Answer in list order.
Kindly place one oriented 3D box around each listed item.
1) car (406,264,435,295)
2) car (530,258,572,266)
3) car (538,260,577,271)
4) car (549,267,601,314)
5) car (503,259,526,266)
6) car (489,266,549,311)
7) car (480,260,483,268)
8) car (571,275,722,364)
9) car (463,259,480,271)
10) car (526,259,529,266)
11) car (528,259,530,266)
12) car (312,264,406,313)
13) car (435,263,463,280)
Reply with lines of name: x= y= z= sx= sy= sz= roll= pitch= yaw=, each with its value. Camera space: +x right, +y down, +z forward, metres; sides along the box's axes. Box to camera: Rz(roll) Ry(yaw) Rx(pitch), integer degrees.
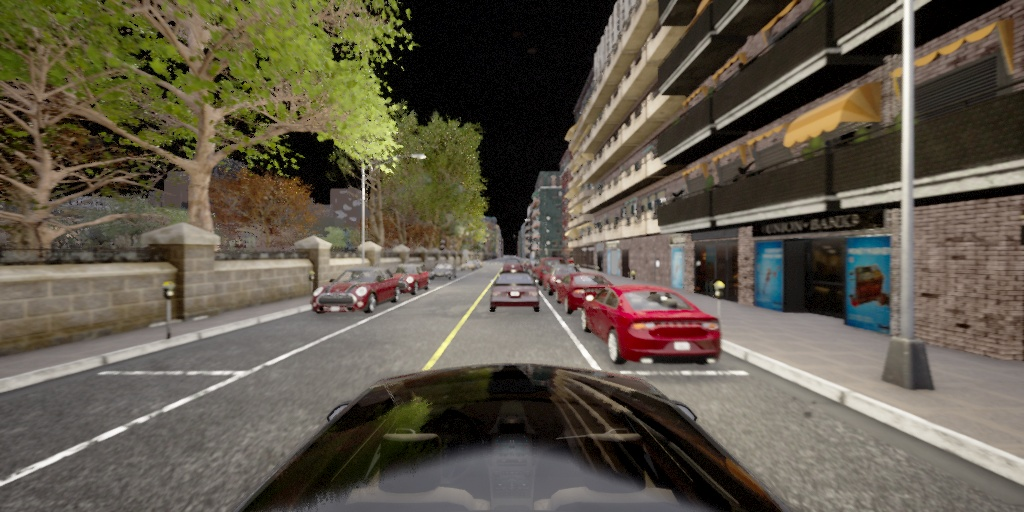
car: x=-5.690 y=1.167 z=19.161 sx=1.967 sy=1.591 sz=4.097 roll=0 pitch=0 yaw=0
car: x=2.690 y=1.035 z=24.792 sx=2.192 sy=1.841 sz=5.009 roll=0 pitch=0 yaw=0
car: x=2.691 y=1.167 z=19.162 sx=1.967 sy=1.591 sz=4.097 roll=0 pitch=0 yaw=0
car: x=2.691 y=1.279 z=13.533 sx=1.888 sy=1.381 sz=4.507 roll=0 pitch=0 yaw=0
car: x=0.096 y=1.059 z=37.852 sx=2.097 sy=1.767 sz=4.553 roll=0 pitch=0 yaw=0
car: x=0.098 y=1.280 z=14.281 sx=2.033 sy=1.411 sz=5.357 roll=0 pitch=0 yaw=0
car: x=-5.691 y=1.247 z=52.943 sx=2.007 sy=1.370 sz=4.403 roll=0 pitch=0 yaw=0
car: x=2.691 y=1.286 z=7.903 sx=1.888 sy=1.381 sz=4.507 roll=0 pitch=0 yaw=0
car: x=-5.691 y=1.225 z=47.143 sx=1.751 sy=1.417 sz=4.829 roll=0 pitch=0 yaw=0
car: x=2.689 y=1.139 z=47.313 sx=1.967 sy=1.591 sz=4.097 roll=0 pitch=0 yaw=0
car: x=2.690 y=1.154 z=30.423 sx=1.967 sy=1.591 sz=4.097 roll=0 pitch=0 yaw=0
car: x=-5.690 y=1.174 z=13.532 sx=1.967 sy=1.591 sz=4.097 roll=0 pitch=0 yaw=0
car: x=-5.690 y=1.265 z=30.422 sx=2.007 sy=1.370 sz=4.403 roll=0 pitch=0 yaw=0
